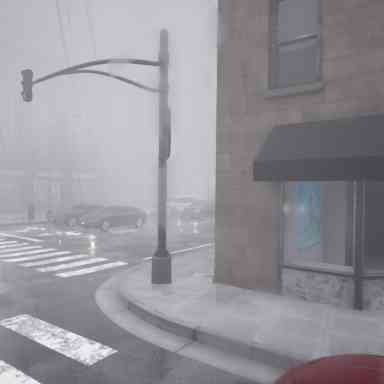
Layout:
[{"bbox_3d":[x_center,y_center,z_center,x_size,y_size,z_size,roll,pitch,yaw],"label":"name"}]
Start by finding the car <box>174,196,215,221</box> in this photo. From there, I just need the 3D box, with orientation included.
[{"bbox_3d":[0.888,1.550,29.847,2.097,1.767,4.553,1,0,36],"label":"car"}]

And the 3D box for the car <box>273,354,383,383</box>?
[{"bbox_3d":[2.382,1.545,1.254,4.507,1.381,1.887,0,1,35],"label":"car"}]

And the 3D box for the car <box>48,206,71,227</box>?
[{"bbox_3d":[-7.666,1.568,23.445,1.837,1.490,4.892,1,0,35],"label":"car"}]

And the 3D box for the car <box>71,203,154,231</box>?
[{"bbox_3d":[-5.014,1.616,21.566,1.837,1.490,4.892,1,0,35],"label":"car"}]

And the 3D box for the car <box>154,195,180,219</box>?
[{"bbox_3d":[-1.492,1.373,32.110,2.150,2.045,5.566,1,0,35],"label":"car"}]
